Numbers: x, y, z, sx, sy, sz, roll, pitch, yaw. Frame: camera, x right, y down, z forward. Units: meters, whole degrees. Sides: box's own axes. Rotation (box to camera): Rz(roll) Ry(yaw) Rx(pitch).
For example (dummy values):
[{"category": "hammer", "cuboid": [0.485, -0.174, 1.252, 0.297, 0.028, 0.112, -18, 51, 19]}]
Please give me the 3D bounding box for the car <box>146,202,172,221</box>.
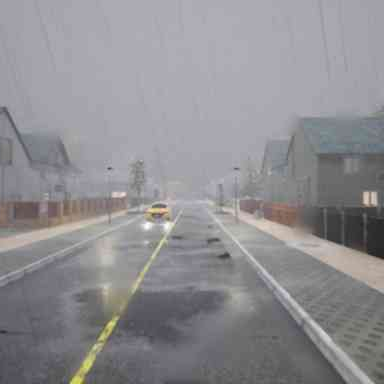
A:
[{"category": "car", "cuboid": [-2.750, 1.616, 28.707, 1.882, 1.535, 5.008, 0, -1, 0]}]
